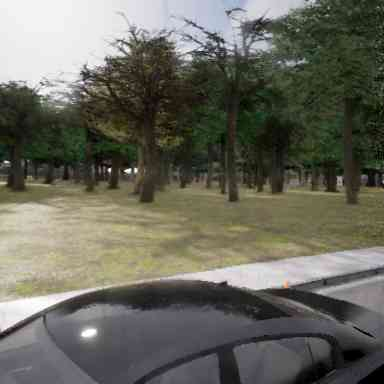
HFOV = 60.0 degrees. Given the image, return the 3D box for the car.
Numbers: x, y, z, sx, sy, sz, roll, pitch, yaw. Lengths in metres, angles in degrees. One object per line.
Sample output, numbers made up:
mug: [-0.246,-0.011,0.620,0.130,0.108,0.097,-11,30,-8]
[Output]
car: [-0.446,1.470,2.166,5.008,1.535,1.882,0,0,-34]

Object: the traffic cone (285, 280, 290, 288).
traffic cone: [1.801,1.955,6.261,0.340,0.580,0.340,0,0,-32]
